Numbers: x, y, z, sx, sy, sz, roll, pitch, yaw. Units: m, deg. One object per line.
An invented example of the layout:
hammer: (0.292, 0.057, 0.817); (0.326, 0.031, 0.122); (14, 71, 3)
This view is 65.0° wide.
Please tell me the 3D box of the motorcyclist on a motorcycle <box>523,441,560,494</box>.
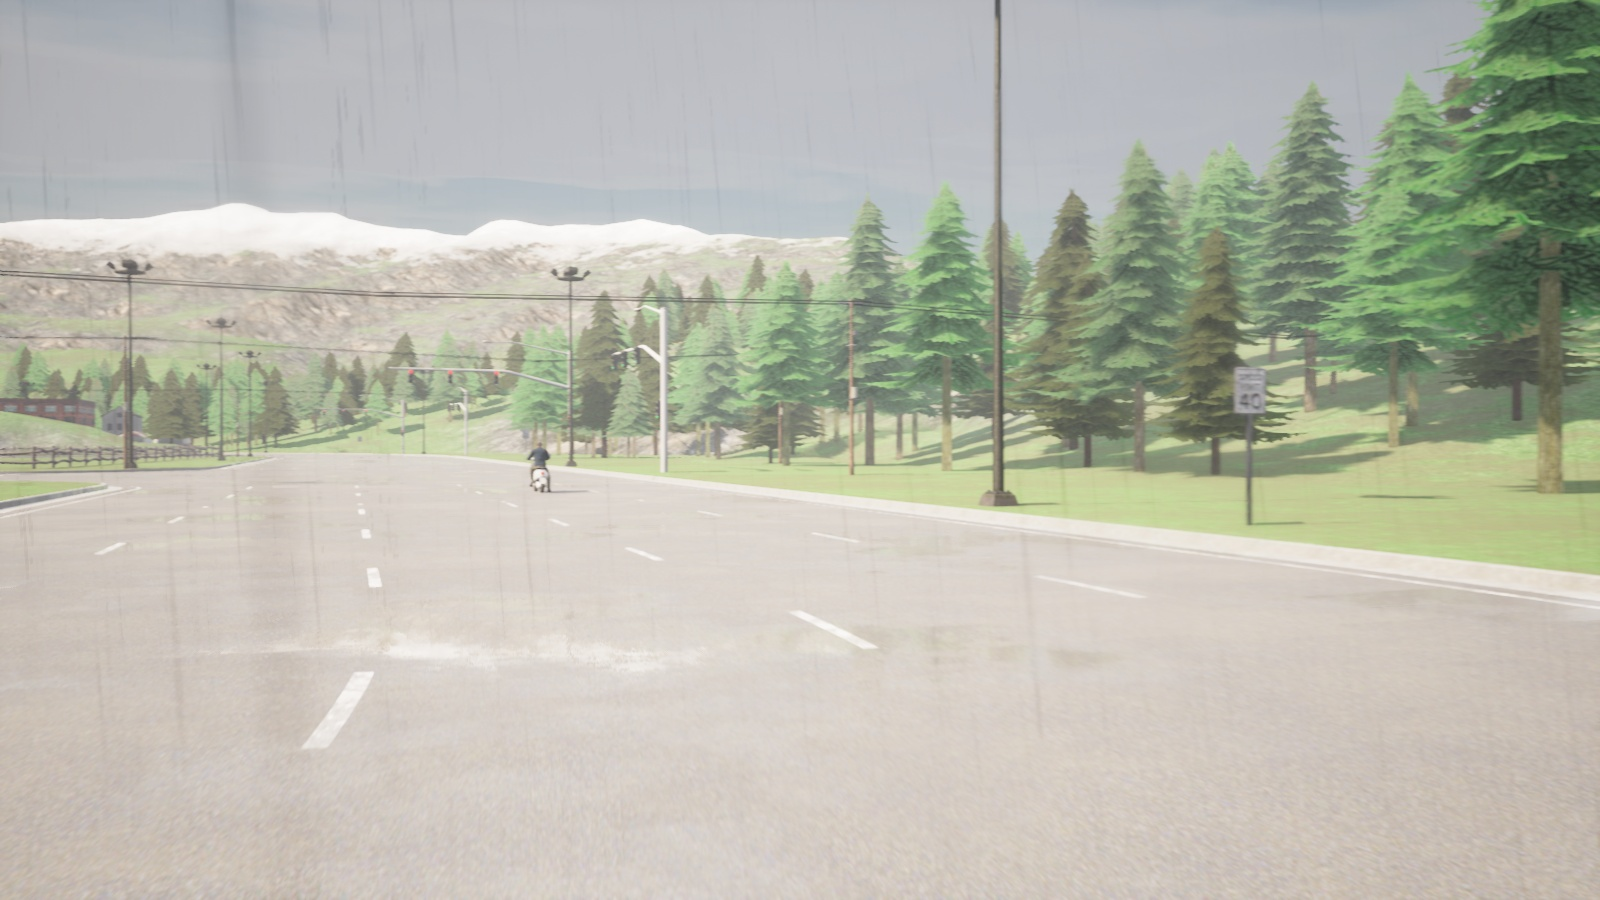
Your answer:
motorcyclist on a motorcycle: (-7.949, 0.515, 38.625); (0.866, 1.590, 1.817); (0, 0, -20)
